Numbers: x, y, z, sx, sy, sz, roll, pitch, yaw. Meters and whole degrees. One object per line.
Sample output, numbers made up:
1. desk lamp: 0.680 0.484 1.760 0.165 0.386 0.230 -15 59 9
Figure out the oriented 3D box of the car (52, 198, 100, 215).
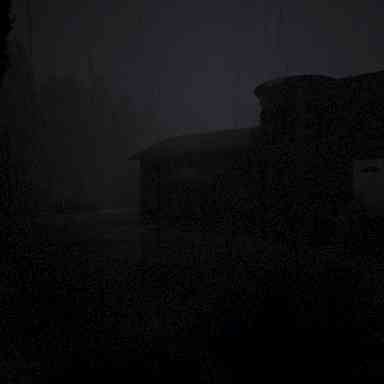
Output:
1. car: -11.570 1.338 33.582 2.097 1.767 4.553 0 0 36
